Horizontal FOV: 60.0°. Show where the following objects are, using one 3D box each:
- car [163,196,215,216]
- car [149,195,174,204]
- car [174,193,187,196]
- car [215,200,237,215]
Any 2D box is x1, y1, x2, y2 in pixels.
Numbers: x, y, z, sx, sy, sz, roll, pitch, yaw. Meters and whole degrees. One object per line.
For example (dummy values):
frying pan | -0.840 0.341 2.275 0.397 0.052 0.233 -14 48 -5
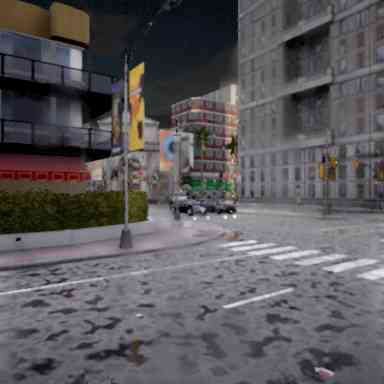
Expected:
car | -0.409 1.476 32.356 2.128 1.511 4.902 0 0 -35
car | -6.026 1.480 59.764 1.837 1.490 4.892 0 0 -44
car | -2.314 1.193 62.447 2.150 2.045 5.566 0 0 -15
car | 2.275 1.529 34.620 2.033 1.411 5.357 0 0 -35
